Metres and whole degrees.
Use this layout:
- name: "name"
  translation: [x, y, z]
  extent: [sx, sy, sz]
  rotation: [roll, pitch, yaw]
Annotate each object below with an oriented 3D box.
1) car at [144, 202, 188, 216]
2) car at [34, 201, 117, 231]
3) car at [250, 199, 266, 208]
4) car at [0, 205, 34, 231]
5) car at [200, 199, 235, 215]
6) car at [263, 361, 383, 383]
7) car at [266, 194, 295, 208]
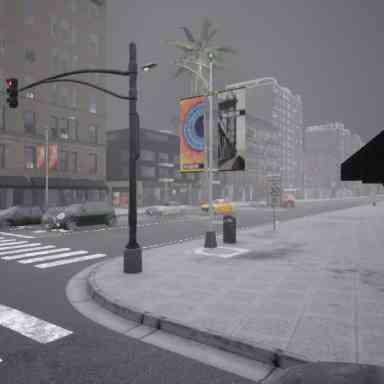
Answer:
- name: "car"
  translation: [-2.503, 1.635, 32.684]
  extent: [1.895, 1.301, 4.718]
  rotation: [0, 0, 35]
- name: "car"
  translation: [-6.948, 1.370, 20.738]
  extent: [2.097, 1.767, 4.553]
  rotation: [0, 0, 35]
- name: "car"
  translation: [10.621, 1.687, 51.154]
  extent: [1.895, 1.301, 4.718]
  rotation: [0, 0, 35]
- name: "car"
  translation: [-10.726, 1.558, 21.011]
  extent: [2.033, 1.411, 5.357]
  rotation: [0, 0, 35]
- name: "car"
  translation: [2.704, 1.525, 34.432]
  extent: [1.882, 1.535, 5.008]
  rotation: [0, 0, 35]
- name: "car"
  translation: [2.187, 1.551, 1.288]
  extent: [4.403, 1.369, 2.008]
  rotation: [0, 0, 35]
- name: "car"
  translation: [13.597, 1.315, 49.725]
  extent: [2.150, 2.045, 5.566]
  rotation: [0, 0, 35]
